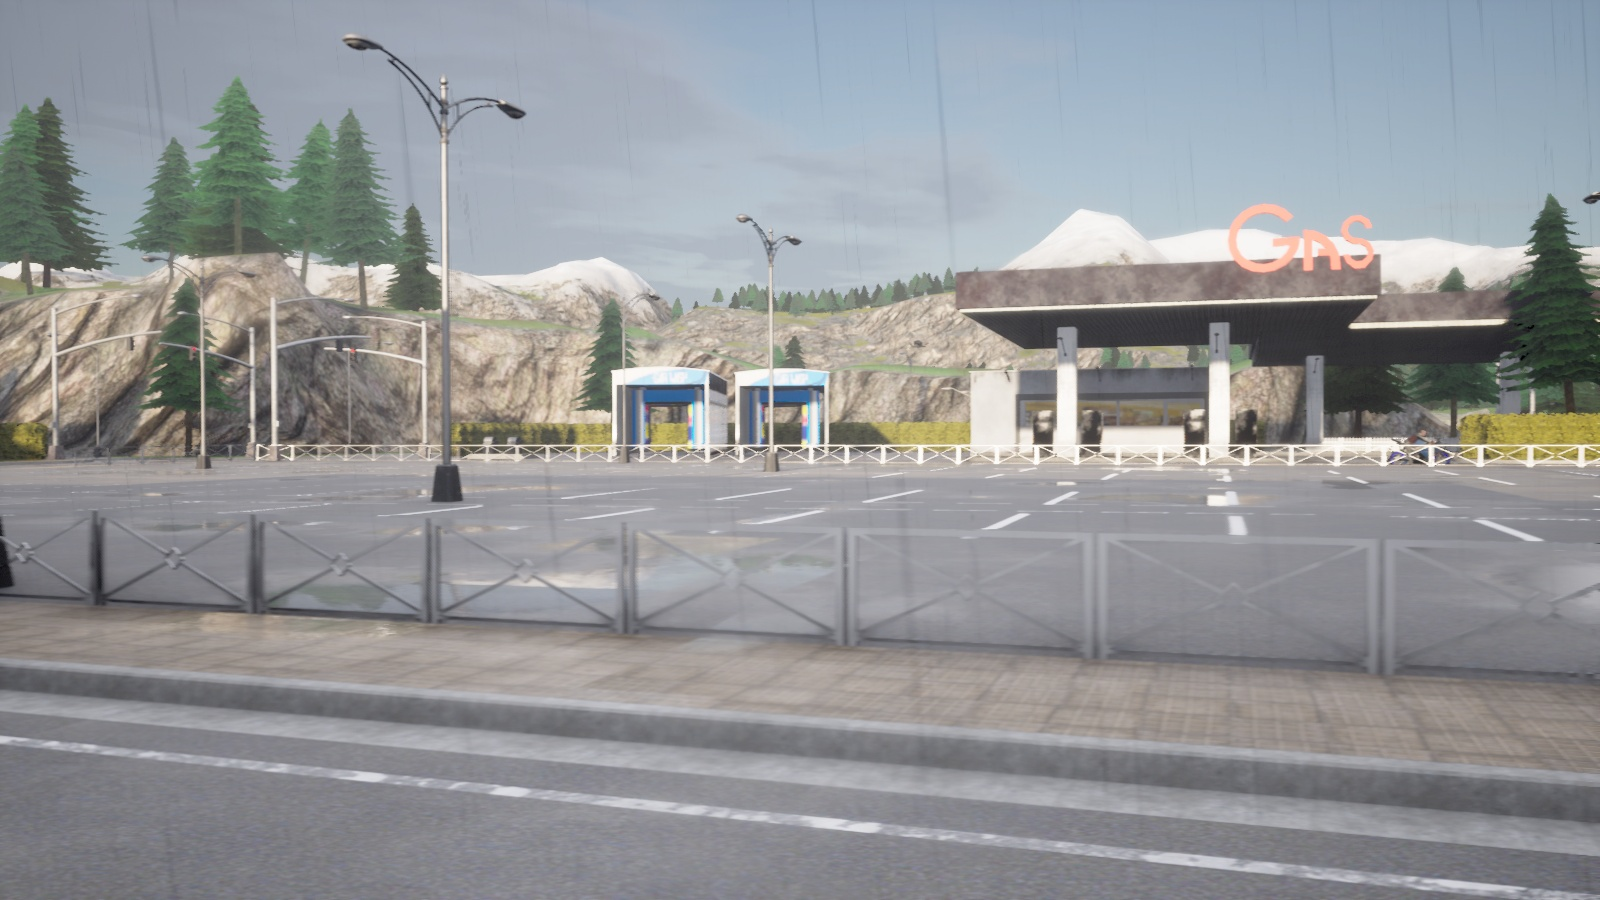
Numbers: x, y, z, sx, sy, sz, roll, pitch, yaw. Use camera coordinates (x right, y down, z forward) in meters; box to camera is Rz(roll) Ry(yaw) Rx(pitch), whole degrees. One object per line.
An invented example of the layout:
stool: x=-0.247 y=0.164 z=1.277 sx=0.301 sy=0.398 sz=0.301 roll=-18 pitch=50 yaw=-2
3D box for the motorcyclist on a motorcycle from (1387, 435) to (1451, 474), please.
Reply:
motorcyclist on a motorcycle: x=24.843 y=0.163 z=50.411 sx=2.191 sy=1.530 sz=0.866 roll=1 pitch=1 yaw=19
